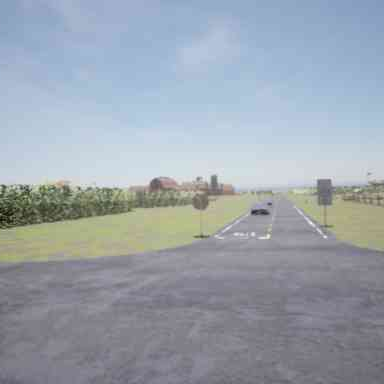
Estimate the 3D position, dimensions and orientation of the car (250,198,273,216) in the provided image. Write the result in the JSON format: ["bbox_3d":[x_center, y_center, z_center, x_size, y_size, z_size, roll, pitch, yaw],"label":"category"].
[{"bbox_3d":[7.292,1.689,35.407,2.033,1.411,5.357,-2,-1,15],"label":"car"}]
